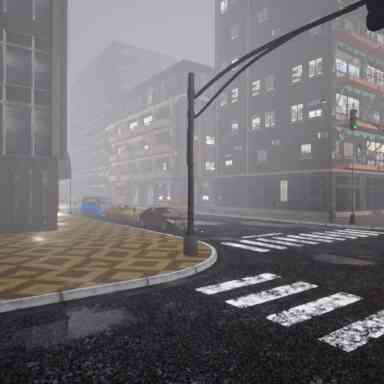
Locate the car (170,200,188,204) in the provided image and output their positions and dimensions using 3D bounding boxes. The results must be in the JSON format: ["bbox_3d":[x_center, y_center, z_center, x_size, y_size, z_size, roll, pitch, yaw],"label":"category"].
[{"bbox_3d":[-1.603,1.488,34.029,1.752,1.417,4.829,0,0,-36],"label":"car"}]

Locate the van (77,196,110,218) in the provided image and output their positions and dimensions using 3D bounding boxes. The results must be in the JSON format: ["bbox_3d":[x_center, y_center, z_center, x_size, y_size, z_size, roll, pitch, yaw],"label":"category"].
[{"bbox_3d":[-8.313,1.265,29.008,1.690,1.788,3.998,0,0,-36],"label":"van"}]

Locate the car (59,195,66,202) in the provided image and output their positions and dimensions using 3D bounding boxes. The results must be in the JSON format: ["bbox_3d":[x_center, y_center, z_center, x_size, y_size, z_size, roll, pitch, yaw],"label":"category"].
[{"bbox_3d":[-27.906,1.361,70.712,1.967,1.590,4.097,0,0,-36],"label":"car"}]

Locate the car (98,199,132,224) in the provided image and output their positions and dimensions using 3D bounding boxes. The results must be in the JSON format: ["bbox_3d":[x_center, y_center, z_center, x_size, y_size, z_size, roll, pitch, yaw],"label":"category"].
[{"bbox_3d":[-4.914,1.459,24.267,1.752,1.417,4.829,0,0,-36],"label":"car"}]

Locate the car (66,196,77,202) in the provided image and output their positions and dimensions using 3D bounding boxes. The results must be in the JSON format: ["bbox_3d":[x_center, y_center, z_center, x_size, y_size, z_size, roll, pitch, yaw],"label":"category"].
[{"bbox_3d":[-21.405,1.448,61.645,1.752,1.417,4.829,0,0,-36],"label":"car"}]

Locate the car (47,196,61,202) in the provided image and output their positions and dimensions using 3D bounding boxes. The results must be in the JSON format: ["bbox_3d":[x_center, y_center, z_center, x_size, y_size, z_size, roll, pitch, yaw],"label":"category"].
[{"bbox_3d":[-31.205,1.489,75.313,1.947,1.339,4.313,0,0,-36],"label":"car"}]

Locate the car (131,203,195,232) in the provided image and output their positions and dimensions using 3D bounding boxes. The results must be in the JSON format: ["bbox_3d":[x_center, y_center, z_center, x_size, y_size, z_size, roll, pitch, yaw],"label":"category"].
[{"bbox_3d":[-1.713,1.526,19.803,1.802,1.307,4.206,0,0,-36],"label":"car"}]
